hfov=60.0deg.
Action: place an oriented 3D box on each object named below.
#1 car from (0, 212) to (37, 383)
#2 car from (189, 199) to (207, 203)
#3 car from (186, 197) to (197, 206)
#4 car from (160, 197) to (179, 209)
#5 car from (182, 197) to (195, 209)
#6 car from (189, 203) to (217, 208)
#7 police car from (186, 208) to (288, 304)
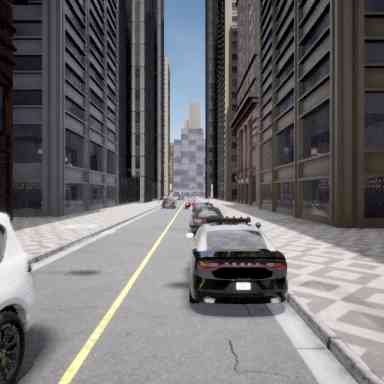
[{"bbox_3d":[-3.106,1.221,2.125,2.150,2.045,5.566,0,0,0],"label":"car"},{"bbox_3d":[0.864,1.519,24.232,1.837,1.490,4.892,0,0,0],"label":"car"},{"bbox_3d":[-0.083,1.641,59.010,1.994,1.385,4.181,0,0,0],"label":"car"},{"bbox_3d":[-3.163,1.549,45.620,1.837,1.490,4.892,0,0,0],"label":"car"},{"bbox_3d":[-0.030,1.646,45.985,1.895,1.301,4.718,0,0,0],"label":"car"},{"bbox_3d":[0.873,1.534,18.232,1.812,1.442,4.674,0,0,0],"label":"car"},{"bbox_3d":[0.887,1.427,8.342,1.930,1.638,5.238,0,0,0],"label":"police car"}]
